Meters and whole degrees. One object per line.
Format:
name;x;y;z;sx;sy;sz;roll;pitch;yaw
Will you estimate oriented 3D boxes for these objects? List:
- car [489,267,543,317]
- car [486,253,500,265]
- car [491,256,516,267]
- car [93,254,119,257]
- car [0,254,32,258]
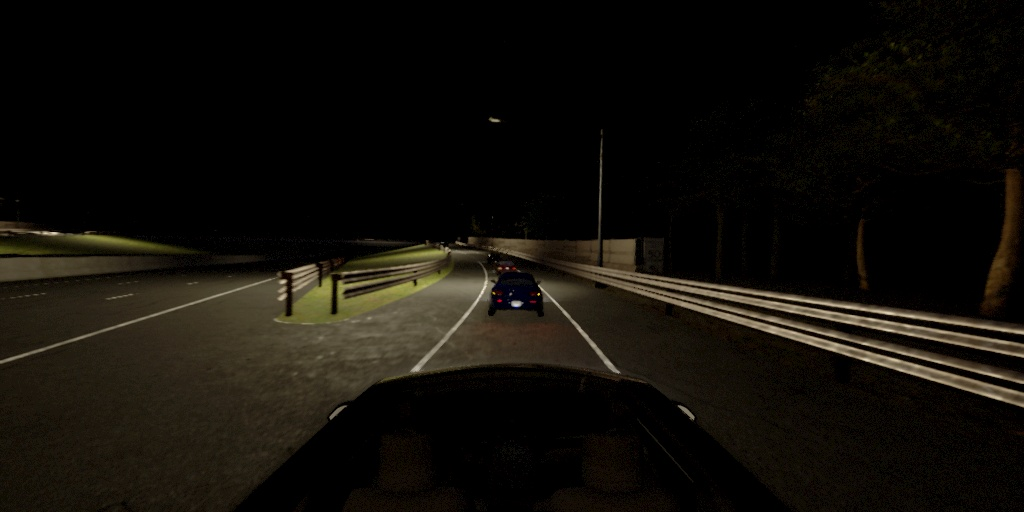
car;0.146;1.325;13.493;1.812;1.442;4.674;1;0;0
car;-2.553;0.356;49.148;1.837;1.490;4.892;1;3;-9
car;-0.635;1.052;33.279;2.033;1.411;5.357;1;2;-5
car;-43.707;0.584;38.532;2.128;1.511;4.902;1;0;-23
car;-50.183;0.469;35.875;2.033;1.411;5.357;1;0;-23
